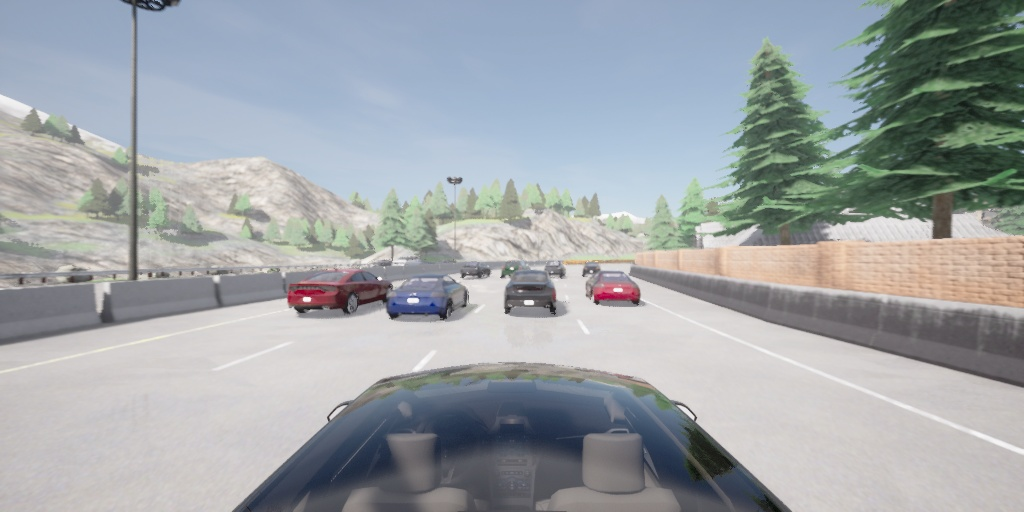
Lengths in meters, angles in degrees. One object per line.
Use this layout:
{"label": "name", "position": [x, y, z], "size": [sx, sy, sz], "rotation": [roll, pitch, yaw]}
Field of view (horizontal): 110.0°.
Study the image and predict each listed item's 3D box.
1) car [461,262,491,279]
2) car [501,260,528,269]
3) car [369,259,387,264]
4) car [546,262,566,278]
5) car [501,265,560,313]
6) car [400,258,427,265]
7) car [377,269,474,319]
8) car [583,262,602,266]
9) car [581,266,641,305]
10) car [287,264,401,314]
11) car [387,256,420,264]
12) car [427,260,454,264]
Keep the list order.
{"label": "car", "position": [-3.326, 1.280, 33.643], "size": [2.128, 1.511, 4.902], "rotation": [0, 0, 12]}
{"label": "car", "position": [0.412, 1.153, 34.373], "size": [2.097, 1.767, 4.553], "rotation": [0, 0, 12]}
{"label": "car", "position": [-19.688, 1.260, 54.415], "size": [2.128, 1.511, 4.902], "rotation": [0, 0, 18]}
{"label": "car", "position": [4.272, 1.306, 35.534], "size": [2.128, 1.511, 4.902], "rotation": [0, 0, 13]}
{"label": "car", "position": [0.758, 1.276, 14.100], "size": [1.837, 1.490, 4.892], "rotation": [0, 0, 5]}
{"label": "car", "position": [-13.281, 1.332, 51.558], "size": [2.033, 1.411, 5.357], "rotation": [0, 0, 18]}
{"label": "car", "position": [-2.848, 1.322, 12.875], "size": [1.994, 1.385, 4.181], "rotation": [0, 0, 4]}
{"label": "car", "position": [8.392, 1.356, 37.603], "size": [1.812, 1.442, 4.674], "rotation": [0, 0, 14]}
{"label": "car", "position": [4.515, 1.350, 16.532], "size": [1.994, 1.385, 4.181], "rotation": [0, 0, 6]}
{"label": "car", "position": [-6.287, 1.226, 13.805], "size": [1.882, 1.535, 5.008], "rotation": [0, 0, 5]}
{"label": "car", "position": [-15.976, 1.001, 54.532], "size": [2.150, 2.045, 5.566], "rotation": [0, 0, 18]}
{"label": "car", "position": [-9.680, 1.302, 51.223], "size": [1.837, 1.490, 4.892], "rotation": [0, -1, 18]}
